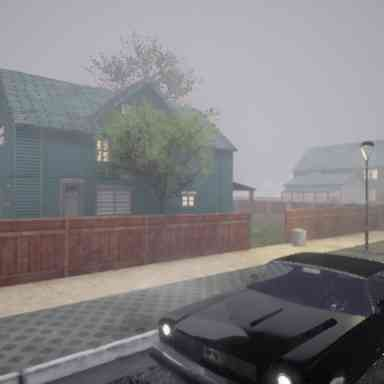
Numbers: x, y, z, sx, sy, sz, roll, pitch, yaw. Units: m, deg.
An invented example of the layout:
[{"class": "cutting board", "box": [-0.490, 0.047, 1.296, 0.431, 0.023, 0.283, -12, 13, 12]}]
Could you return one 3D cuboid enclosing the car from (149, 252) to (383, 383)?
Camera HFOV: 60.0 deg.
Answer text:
[{"class": "car", "box": [1.736, 1.639, 4.682, 1.895, 1.301, 4.718, 0, -1, 45]}]
